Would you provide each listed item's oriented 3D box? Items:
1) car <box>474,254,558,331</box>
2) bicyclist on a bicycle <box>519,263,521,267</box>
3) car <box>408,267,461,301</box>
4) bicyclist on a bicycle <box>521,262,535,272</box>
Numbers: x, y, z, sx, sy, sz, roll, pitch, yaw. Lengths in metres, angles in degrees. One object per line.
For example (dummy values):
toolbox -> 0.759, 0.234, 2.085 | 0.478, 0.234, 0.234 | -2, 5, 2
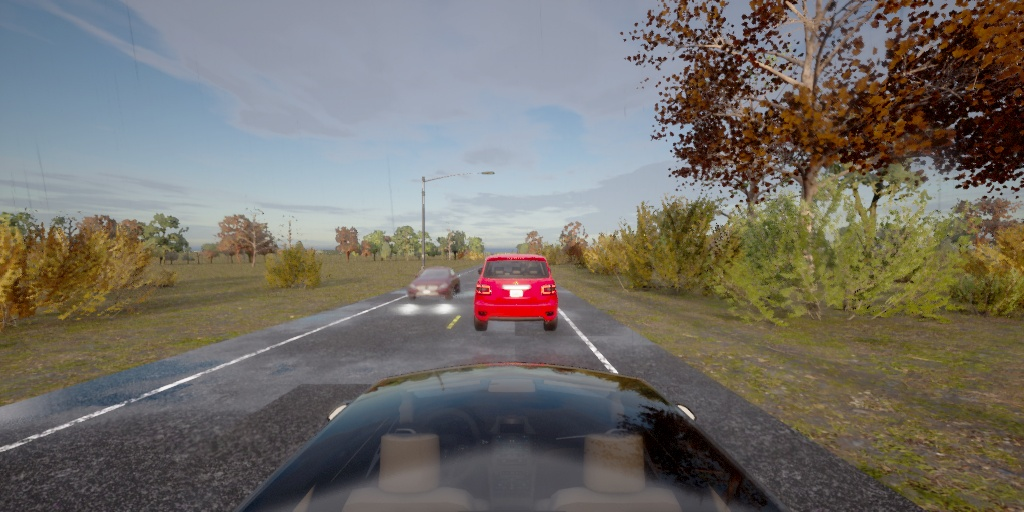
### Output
car -> 0.093, 0.968, 11.091 | 2.150, 2.045, 5.566 | 0, 0, 0
bicyclist on a bicycle -> 0.907, 1.110, 28.810 | 0.659, 1.776, 1.843 | 0, 0, 0
car -> -3.618, 1.270, 17.500 | 1.812, 1.442, 4.674 | 0, 0, 0
bicyclist on a bicycle -> 0.945, 1.114, 18.797 | 0.659, 1.776, 1.843 | 0, 0, 0
